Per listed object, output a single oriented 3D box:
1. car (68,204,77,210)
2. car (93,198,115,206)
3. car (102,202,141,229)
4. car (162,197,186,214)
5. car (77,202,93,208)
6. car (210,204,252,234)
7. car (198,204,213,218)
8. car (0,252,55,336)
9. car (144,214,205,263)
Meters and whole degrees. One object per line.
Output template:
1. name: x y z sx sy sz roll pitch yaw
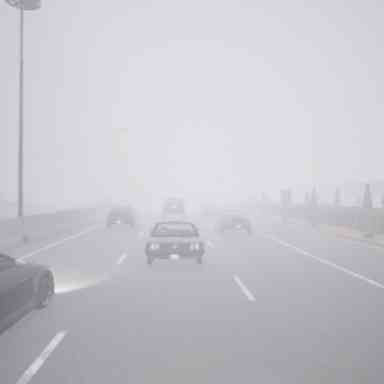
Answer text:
1. car: -20.963 2.887 60.254 1.994 1.385 4.181 0 -5 -3
2. car: -13.561 1.987 52.765 2.150 2.045 5.566 0 -4 -3
3. car: -4.758 1.684 23.413 1.837 1.490 4.892 0 -1 -3
4. car: -1.766 1.505 32.627 2.150 2.045 5.566 0 -1 -3
5. car: -17.246 2.472 56.180 1.882 1.535 5.008 0 -4 -3
6. car: 2.448 1.731 20.552 1.812 1.442 4.674 0 -1 -3
7. car: 1.682 1.863 33.303 2.033 1.411 5.357 0 0 -3
8. car: -3.790 1.585 5.278 1.994 1.385 4.181 0 -1 -3
9. car: -0.640 1.709 12.353 1.895 1.301 4.718 0 -1 -3
